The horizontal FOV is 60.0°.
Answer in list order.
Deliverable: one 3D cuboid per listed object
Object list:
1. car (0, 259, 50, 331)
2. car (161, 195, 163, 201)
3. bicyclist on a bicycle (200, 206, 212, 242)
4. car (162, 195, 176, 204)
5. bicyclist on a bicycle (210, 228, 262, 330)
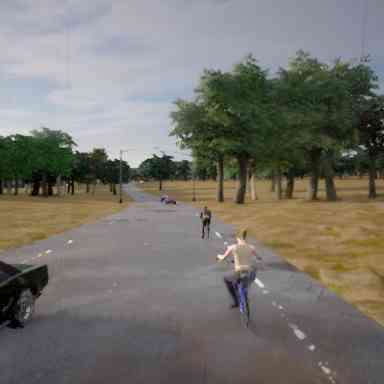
[{"bbox_3d":[-3.656,1.588,4.193,1.895,1.301,4.718,1,0,-1],"label":"car"},{"bbox_3d":[-6.222,1.447,77.080,1.882,1.535,5.008,0,0,-9],"label":"car"},{"bbox_3d":[0.652,1.463,15.419,0.582,1.620,1.656,0,0,-2],"label":"bicyclist on a bicycle"},{"bbox_3d":[-4.027,1.615,61.921,1.895,1.301,4.718,0,0,-7],"label":"car"},{"bbox_3d":[0.862,1.437,5.919,0.866,1.612,1.509,0,0,-1],"label":"bicyclist on a bicycle"}]
